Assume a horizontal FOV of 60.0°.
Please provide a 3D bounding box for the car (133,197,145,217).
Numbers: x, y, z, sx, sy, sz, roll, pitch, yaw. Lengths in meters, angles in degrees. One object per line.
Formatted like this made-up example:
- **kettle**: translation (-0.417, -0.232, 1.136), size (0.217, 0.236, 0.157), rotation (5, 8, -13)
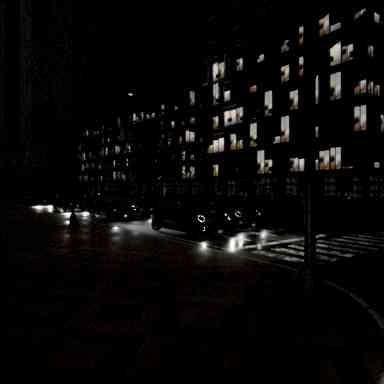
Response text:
- **car**: translation (-4.022, 1.126, 26.621), size (2.033, 1.411, 5.357), rotation (0, 1, -38)

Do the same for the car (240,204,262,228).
- **car**: translation (1.855, 1.104, 19.187), size (2.097, 1.767, 4.553), rotation (0, 1, -38)

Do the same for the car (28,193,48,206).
- **car**: translation (-17.637, 0.817, 38.719), size (1.994, 1.385, 4.181), rotation (0, 1, -37)

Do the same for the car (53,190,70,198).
- **car**: translation (-25.325, 0.305, 64.543), size (1.812, 1.442, 4.674), rotation (0, 1, -38)

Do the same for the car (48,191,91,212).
- **car**: translation (-11.435, 0.943, 30.782), size (1.837, 1.490, 4.892), rotation (0, 1, -38)

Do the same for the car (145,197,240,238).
- **car**: translation (-0.131, 1.124, 16.456), size (2.097, 1.767, 4.553), rotation (0, 1, -38)

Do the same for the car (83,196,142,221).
- **car**: translation (-5.709, 1.208, 23.514), size (1.895, 1.301, 4.718), rotation (0, 1, -38)

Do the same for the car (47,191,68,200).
- **car**: translation (-22.630, 0.540, 55.854), size (1.895, 1.301, 4.718), rotation (0, 1, -38)
